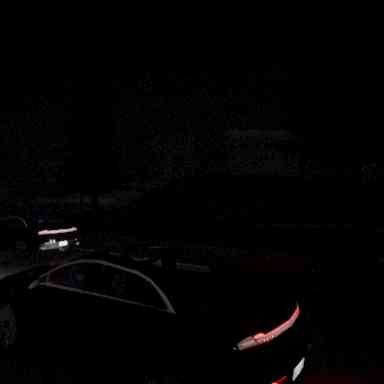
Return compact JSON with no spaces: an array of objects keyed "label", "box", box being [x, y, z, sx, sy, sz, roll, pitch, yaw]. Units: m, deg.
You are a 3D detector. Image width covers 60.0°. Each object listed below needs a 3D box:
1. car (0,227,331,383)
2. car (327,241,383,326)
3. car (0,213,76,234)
[{"label":"car","box":[-0.936,1.509,4.651,4.902,1.511,2.128,0,0,35]},{"label":"car","box":[2.839,1.607,6.266,4.718,1.301,1.895,0,0,35]},{"label":"car","box":[-6.377,1.554,12.748,4.902,1.511,2.128,0,0,35]}]
